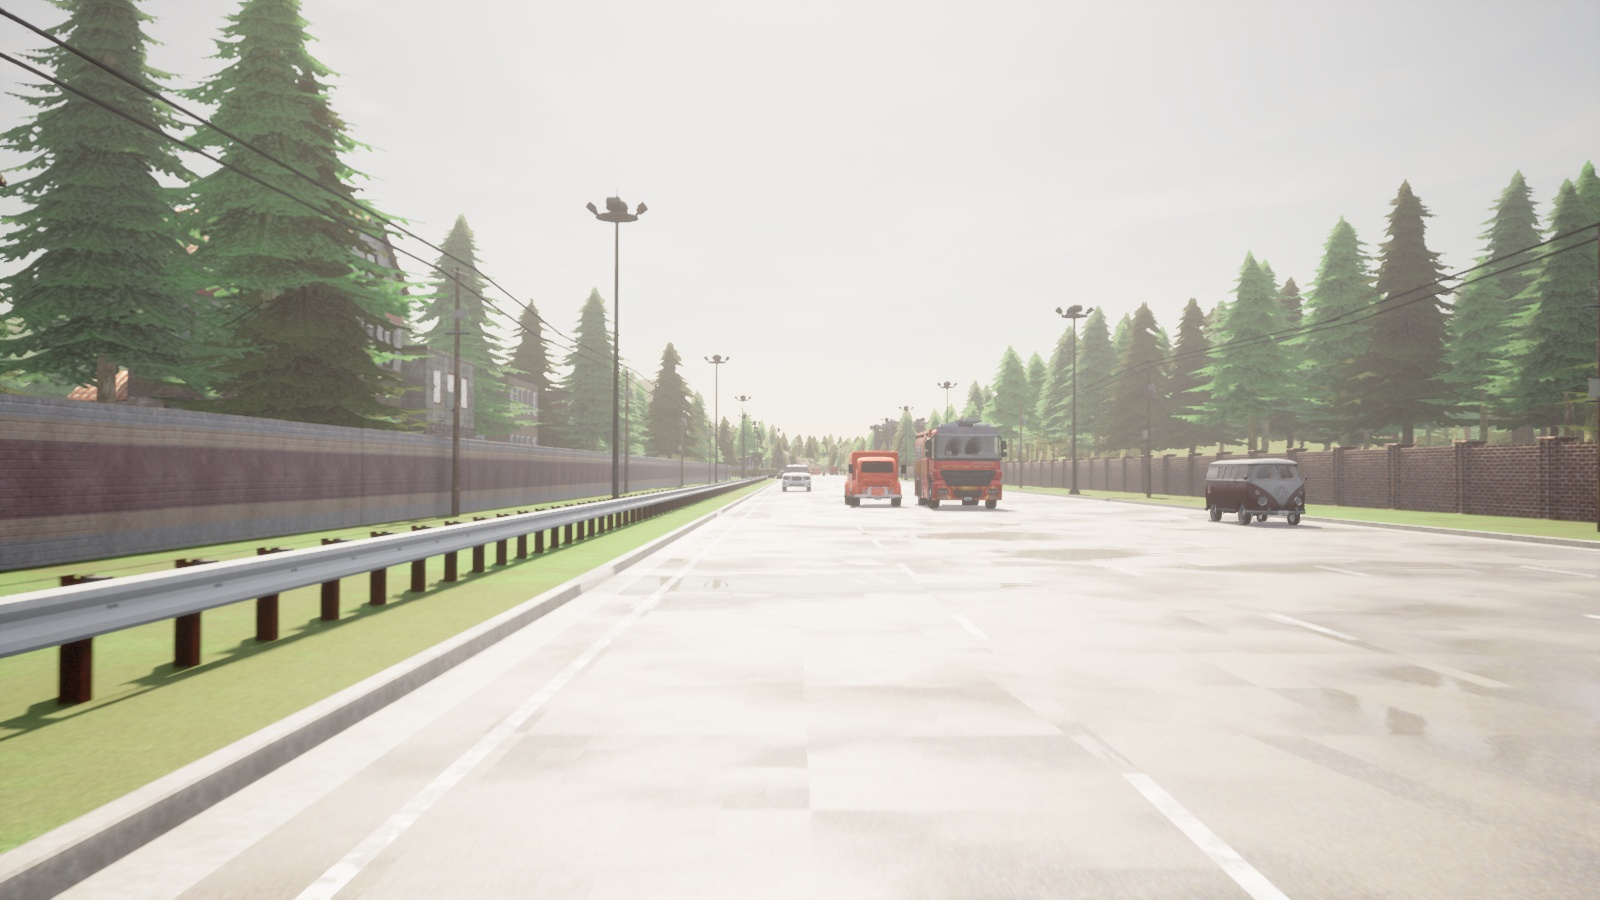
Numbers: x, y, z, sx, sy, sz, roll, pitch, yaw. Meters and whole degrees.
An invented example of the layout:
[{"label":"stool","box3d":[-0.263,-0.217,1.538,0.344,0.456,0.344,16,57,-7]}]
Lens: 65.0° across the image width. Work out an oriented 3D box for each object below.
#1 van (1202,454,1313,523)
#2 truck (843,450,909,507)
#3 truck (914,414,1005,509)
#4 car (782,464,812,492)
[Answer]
[{"label":"van","box3d":[13.907,1.155,38.452,1.775,1.987,4.442,0,-1,0]},{"label":"truck","box3d":[3.361,1.266,56.835,2.627,2.467,5.204,0,-1,0]},{"label":"truck","box3d":[6.863,0.547,55.205,2.891,3.827,8.468,0,-1,0]},{"label":"car","box3d":[-0.230,2.132,95.422,2.150,2.045,5.566,0,-1,0]}]
